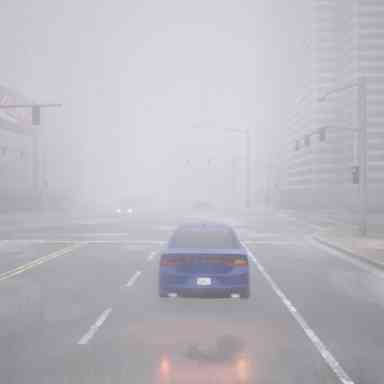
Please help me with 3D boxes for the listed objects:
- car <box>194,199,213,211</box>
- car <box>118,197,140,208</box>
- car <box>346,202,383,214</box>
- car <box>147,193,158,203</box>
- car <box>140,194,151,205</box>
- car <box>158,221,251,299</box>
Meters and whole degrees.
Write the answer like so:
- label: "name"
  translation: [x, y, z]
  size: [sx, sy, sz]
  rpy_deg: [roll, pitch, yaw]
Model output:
- label: "car"
  translation: [1.319, 1.526, 40.794]
  size: [1.812, 1.442, 4.674]
  rpy_deg: [-1, 0, -4]
- label: "car"
  translation: [-9.081, 1.505, 47.323]
  size: [1.837, 1.490, 4.892]
  rpy_deg: [0, 0, 2]
- label: "car"
  translation: [17.695, 1.601, 32.427]
  size: [4.718, 1.301, 1.895]
  rpy_deg: [0, 0, 2]
- label: "car"
  translation: [-8.312, 1.223, 68.135]
  size: [2.150, 2.045, 5.566]
  rpy_deg: [0, 0, 2]
- label: "car"
  translation: [-8.744, 1.526, 57.359]
  size: [1.812, 1.442, 4.674]
  rpy_deg: [0, 0, 2]
- label: "car"
  translation: [0.313, 1.478, 8.538]
  size: [1.882, 1.535, 5.008]
  rpy_deg: [0, 0, 2]
